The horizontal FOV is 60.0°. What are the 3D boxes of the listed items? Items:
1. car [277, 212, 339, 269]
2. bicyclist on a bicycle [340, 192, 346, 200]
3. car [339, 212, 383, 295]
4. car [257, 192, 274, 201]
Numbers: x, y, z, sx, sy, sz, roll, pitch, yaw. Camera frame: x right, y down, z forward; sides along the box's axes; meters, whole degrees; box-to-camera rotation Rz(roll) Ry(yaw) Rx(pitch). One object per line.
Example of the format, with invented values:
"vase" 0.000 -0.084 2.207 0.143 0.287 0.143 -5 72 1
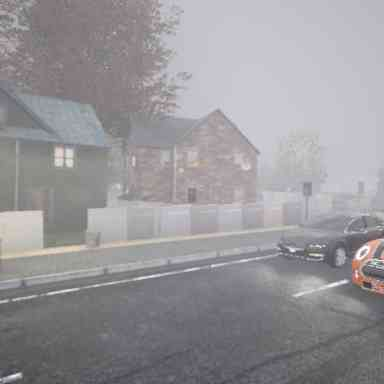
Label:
"car" 4.927 1.458 11.072 4.892 1.490 1.837 0 0 -35
"bicyclist on a bicycle" 19.849 0.809 43.367 1.656 1.620 0.582 1 1 -20
"car" 5.717 1.308 7.663 4.553 1.767 2.097 0 0 -35
"car" 10.945 0.736 50.796 2.128 1.511 4.902 1 1 -20
